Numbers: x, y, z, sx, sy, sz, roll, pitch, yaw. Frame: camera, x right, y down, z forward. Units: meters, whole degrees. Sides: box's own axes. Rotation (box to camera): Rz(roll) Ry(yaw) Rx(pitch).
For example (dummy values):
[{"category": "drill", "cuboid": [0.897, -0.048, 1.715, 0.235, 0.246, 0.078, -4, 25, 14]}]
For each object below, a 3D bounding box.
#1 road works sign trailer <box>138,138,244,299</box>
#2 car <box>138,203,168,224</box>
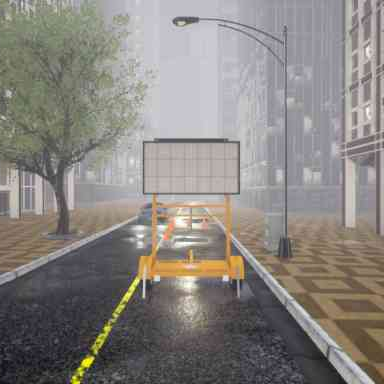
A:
[{"category": "road works sign trailer", "cuboid": [-0.018, 0.464, 8.393, 2.380, 3.560, 2.880, 0, 0, 0]}, {"category": "car", "cuboid": [-2.804, 1.533, 24.634, 1.812, 1.442, 4.674, 0, 0, 0]}]
